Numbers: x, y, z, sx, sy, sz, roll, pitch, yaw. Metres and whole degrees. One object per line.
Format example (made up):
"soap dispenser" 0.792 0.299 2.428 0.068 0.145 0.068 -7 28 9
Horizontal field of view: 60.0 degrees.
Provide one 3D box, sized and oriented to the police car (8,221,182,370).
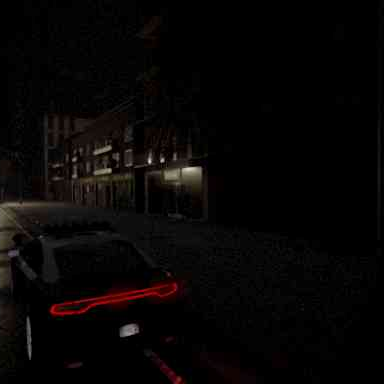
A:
"police car" -2.107 1.370 6.023 1.930 1.638 5.238 -1 1 -32
